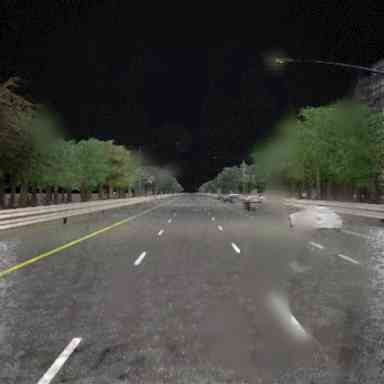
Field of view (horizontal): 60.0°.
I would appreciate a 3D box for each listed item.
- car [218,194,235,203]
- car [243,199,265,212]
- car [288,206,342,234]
[{"bbox_3d":[7.094,1.503,68.420,1.837,1.490,4.892,0,0,0],"label":"car"},{"bbox_3d":[7.049,1.492,38.297,2.128,1.511,4.902,0,0,0],"label":"car"},{"bbox_3d":[7.019,1.535,19.258,1.812,1.442,4.674,0,0,0],"label":"car"}]
